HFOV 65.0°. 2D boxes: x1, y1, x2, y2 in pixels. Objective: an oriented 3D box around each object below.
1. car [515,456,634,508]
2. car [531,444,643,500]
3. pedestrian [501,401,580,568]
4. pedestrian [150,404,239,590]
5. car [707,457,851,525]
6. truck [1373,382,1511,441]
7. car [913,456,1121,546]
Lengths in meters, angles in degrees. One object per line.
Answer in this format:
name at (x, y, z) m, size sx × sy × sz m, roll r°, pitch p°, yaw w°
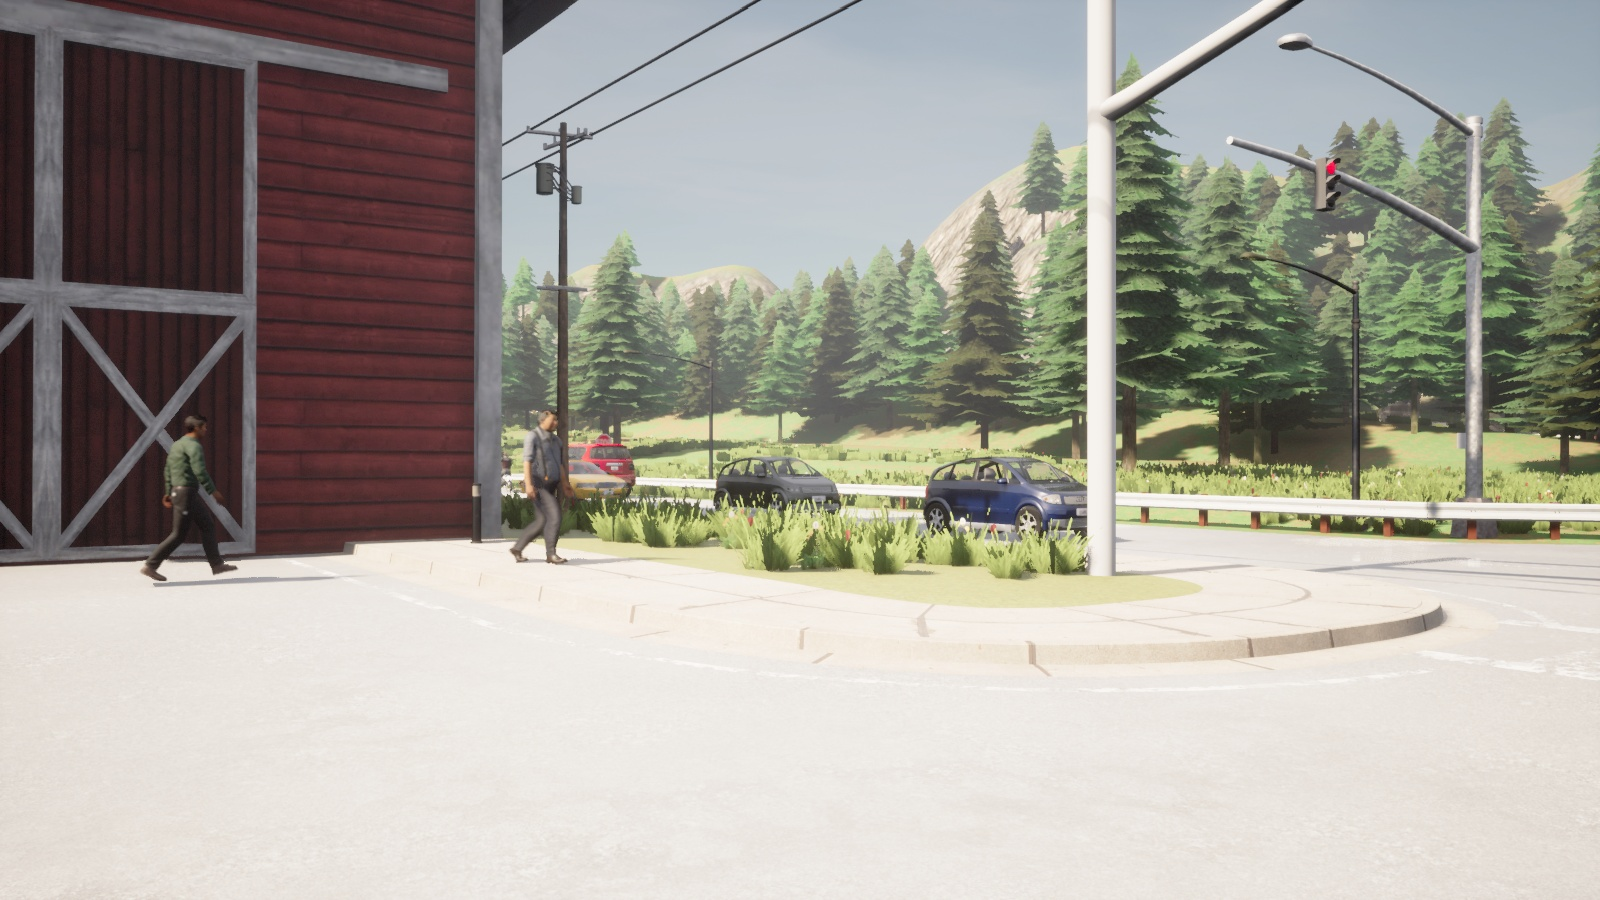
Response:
car at (-7.382, 0.986, 40.684) m, size 1.801 × 1.575 × 5.366 m, roll 0°, pitch 0°, yaw -34°
car at (-8.285, 0.815, 48.326) m, size 2.150 × 2.045 × 5.566 m, roll 0°, pitch 0°, yaw -34°
pedestrian at (-2.958, 0.386, 14.341) m, size 0.694 × 1.848 × 0.540 m, roll 0°, pitch 0°, yaw 27°
pedestrian at (-6.537, 0.494, 13.564) m, size 0.788 × 1.949 × 0.423 m, roll 0°, pitch 0°, yaw -38°
car at (-0.572, 0.945, 30.515) m, size 1.789 × 1.549 × 3.705 m, roll 0°, pitch 0°, yaw -34°
truck at (44.530, -2.686, 87.393) m, size 7.936 × 3.462 × 2.891 m, roll 5°, pitch 2°, yaw 17°
car at (4.008, 0.891, 23.679) m, size 1.789 × 1.549 × 3.705 m, roll 0°, pitch 0°, yaw -34°
